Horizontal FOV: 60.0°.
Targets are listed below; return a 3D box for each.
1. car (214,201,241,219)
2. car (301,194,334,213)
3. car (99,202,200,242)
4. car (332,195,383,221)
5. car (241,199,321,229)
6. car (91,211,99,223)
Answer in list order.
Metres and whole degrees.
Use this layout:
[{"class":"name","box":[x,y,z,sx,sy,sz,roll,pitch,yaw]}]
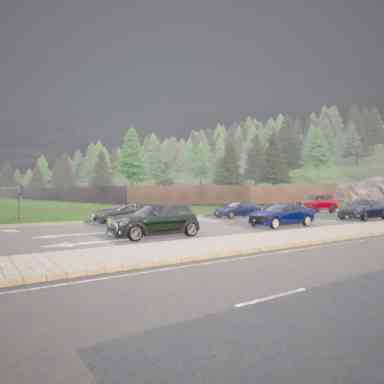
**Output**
[{"class":"car","box":[4.061,1.525,28.930,4.674,1.442,1.812,0,0,-33]},{"class":"car","box":[12.934,1.221,34.845,5.566,2.045,2.150,0,0,-33]},{"class":"car","box":[-1.905,1.352,16.534,4.553,1.767,2.097,0,0,-34]},{"class":"car","box":[13.899,1.352,27.081,4.553,1.767,2.097,0,0,-34]},{"class":"car","box":[5.871,1.477,21.727,5.008,1.535,1.882,0,0,-34]},{"class":"car","box":[-4.506,1.491,23.207,4.902,1.511,2.128,0,0,-34]}]
